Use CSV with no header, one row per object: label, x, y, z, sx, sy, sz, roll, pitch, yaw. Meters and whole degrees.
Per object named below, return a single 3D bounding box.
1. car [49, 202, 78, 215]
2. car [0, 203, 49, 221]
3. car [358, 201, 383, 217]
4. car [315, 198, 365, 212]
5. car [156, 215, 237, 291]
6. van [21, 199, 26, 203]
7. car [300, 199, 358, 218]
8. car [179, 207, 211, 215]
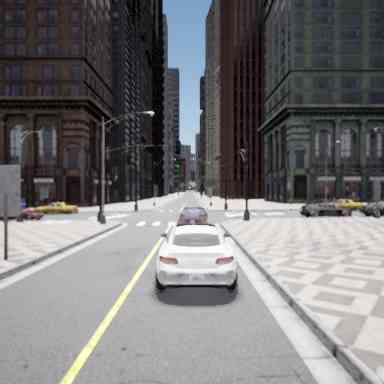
car,-15.451,1.800,37.729,4.829,1.417,1.752,-1,1,0
car,-15.287,1.894,29.204,4.206,1.307,1.802,-1,1,0
car,17.060,1.508,29.144,4.403,1.369,2.008,-1,1,0
car,16.730,1.447,37.670,4.829,1.417,1.752,-1,1,0
car,0.101,1.572,9.019,1.812,1.442,4.674,0,0,0
van,-20.963,1.671,37.736,3.998,1.788,1.690,-1,1,0
car,11.682,1.585,29.154,4.313,1.339,1.947,-1,1,0
car,0.141,1.646,20.472,2.033,1.411,5.357,0,0,2
